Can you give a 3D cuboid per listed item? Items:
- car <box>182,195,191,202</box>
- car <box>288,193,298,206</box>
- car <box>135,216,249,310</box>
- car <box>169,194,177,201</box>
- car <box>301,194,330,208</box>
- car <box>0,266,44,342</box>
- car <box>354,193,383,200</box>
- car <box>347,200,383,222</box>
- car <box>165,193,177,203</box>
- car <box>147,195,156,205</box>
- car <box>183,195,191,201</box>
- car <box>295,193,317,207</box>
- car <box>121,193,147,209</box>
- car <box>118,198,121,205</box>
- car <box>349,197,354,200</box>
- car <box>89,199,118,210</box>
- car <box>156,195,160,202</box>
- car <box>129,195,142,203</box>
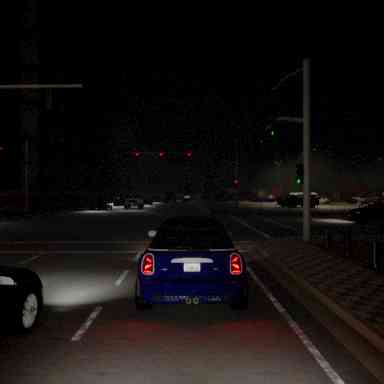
[{"bbox_3d":[-1.108,1.594,72.469,1.895,1.301,4.718,0,0,-1],"label":"car"},{"bbox_3d":[20.798,1.208,61.291,4.605,1.855,1.932,0,0,0],"label":"car"},{"bbox_3d":[-0.023,1.352,8.003,2.097,1.767,4.553,0,0,-1],"label":"car"},{"bbox_3d":[-4.719,1.361,82.499,1.837,1.490,4.892,0,0,-1],"label":"car"},{"bbox_3d":[20.870,1.450,55.713,3.806,1.475,1.970,0,0,0],"label":"car"},{"bbox_3d":[-3.489,1.505,3.839,1.837,1.490,4.892,0,0,0],"label":"car"},{"bbox_3d":[35.838,1.208,66.902,4.605,1.855,1.932,0,0,0],"label":"car"},{"bbox_3d":[15.017,1.581,26.717,4.674,1.442,1.812,0,0,-1],"label":"car"},{"bbox_3d":[-4.604,1.214,72.108,2.150,2.045,5.566,0,0,-1],"label":"car"},{"bbox_3d":[-8.020,1.600,58.078,1.895,1.301,4.718,0,0,0],"label":"car"},{"bbox_3d":[-1.219,1.386,82.537,1.812,1.442,4.674,0,0,-1],"label":"car"},{"bbox_3d":[20.860,1.419,58.608,3.905,1.438,1.784,0,0,0],"label":"car"},{"bbox_3d":[-7.913,1.221,45.803,2.150,2.045,5.566,0,0,-3],"label":"car"},{"bbox_3d":[-11.500,1.600,55.015,1.895,1.301,4.718,0,0,0],"label":"car"},{"bbox_3d":[35.890,1.418,69.798,3.905,1.438,1.784,0,0,0],"label":"car"},{"bbox_3d":[-11.364,1.547,42.129,2.033,1.411,5.357,0,0,0],"label":"car"},{"bbox_3d":[-8.118,1.510,73.356,2.128,1.511,4.902,0,0,-1],"label":"car"},{"bbox_3d":[-11.566,1.477,68.573,1.882,1.535,5.008,0,0,-1],"label":"car"}]
